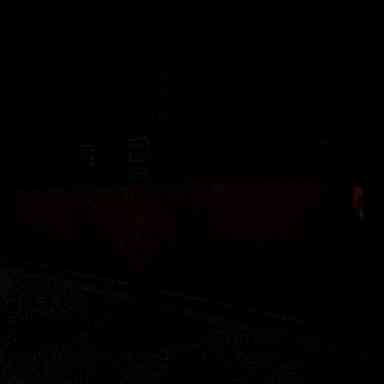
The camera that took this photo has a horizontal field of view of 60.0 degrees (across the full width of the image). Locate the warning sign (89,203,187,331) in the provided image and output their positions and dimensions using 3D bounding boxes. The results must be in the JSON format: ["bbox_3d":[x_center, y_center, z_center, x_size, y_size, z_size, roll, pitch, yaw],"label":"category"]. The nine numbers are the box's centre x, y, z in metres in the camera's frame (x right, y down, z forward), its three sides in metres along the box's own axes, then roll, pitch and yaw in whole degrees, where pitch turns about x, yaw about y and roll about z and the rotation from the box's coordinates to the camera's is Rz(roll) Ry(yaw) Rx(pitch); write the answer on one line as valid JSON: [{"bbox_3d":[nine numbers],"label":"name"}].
[{"bbox_3d":[-0.914,1.152,5.813,1.060,1.860,1.300,-1,0,36],"label":"warning sign"}]
